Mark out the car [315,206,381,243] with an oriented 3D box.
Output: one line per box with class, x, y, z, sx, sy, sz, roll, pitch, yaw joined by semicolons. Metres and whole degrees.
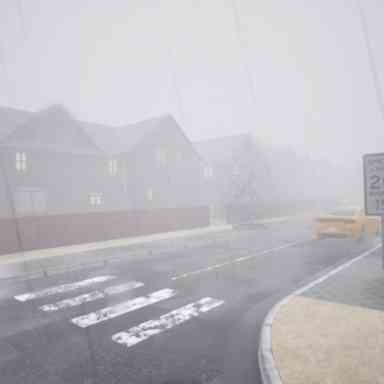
car;7.507;1.410;15.796;1.882;1.535;5.008;-2;-1;41
